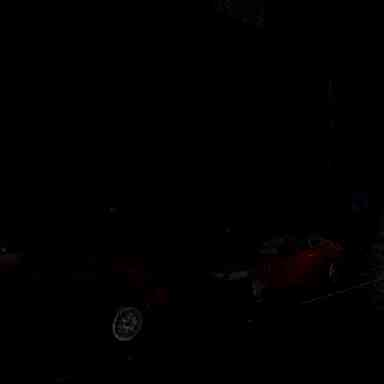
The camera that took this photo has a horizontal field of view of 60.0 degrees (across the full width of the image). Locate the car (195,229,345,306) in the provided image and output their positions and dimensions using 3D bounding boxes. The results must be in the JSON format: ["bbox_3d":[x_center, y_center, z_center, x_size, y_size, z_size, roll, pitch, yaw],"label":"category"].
[{"bbox_3d":[2.024,1.582,7.986,4.206,1.307,1.802,0,0,-36],"label":"car"}]

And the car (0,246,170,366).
[{"bbox_3d":[-2.470,1.545,4.772,4.507,1.381,1.887,0,0,-36],"label":"car"}]
